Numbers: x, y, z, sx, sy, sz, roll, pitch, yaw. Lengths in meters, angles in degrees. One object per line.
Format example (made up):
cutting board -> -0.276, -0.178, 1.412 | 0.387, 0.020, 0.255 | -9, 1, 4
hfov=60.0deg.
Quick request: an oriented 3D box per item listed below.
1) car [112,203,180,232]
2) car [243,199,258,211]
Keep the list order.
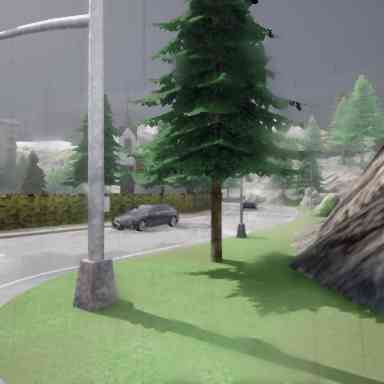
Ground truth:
car -> -2.690, 1.499, 20.350 | 1.837, 1.490, 4.892 | 0, 2, 35
car -> 7.194, 1.600, 41.221 | 1.895, 1.301, 4.718 | 0, 0, 14
